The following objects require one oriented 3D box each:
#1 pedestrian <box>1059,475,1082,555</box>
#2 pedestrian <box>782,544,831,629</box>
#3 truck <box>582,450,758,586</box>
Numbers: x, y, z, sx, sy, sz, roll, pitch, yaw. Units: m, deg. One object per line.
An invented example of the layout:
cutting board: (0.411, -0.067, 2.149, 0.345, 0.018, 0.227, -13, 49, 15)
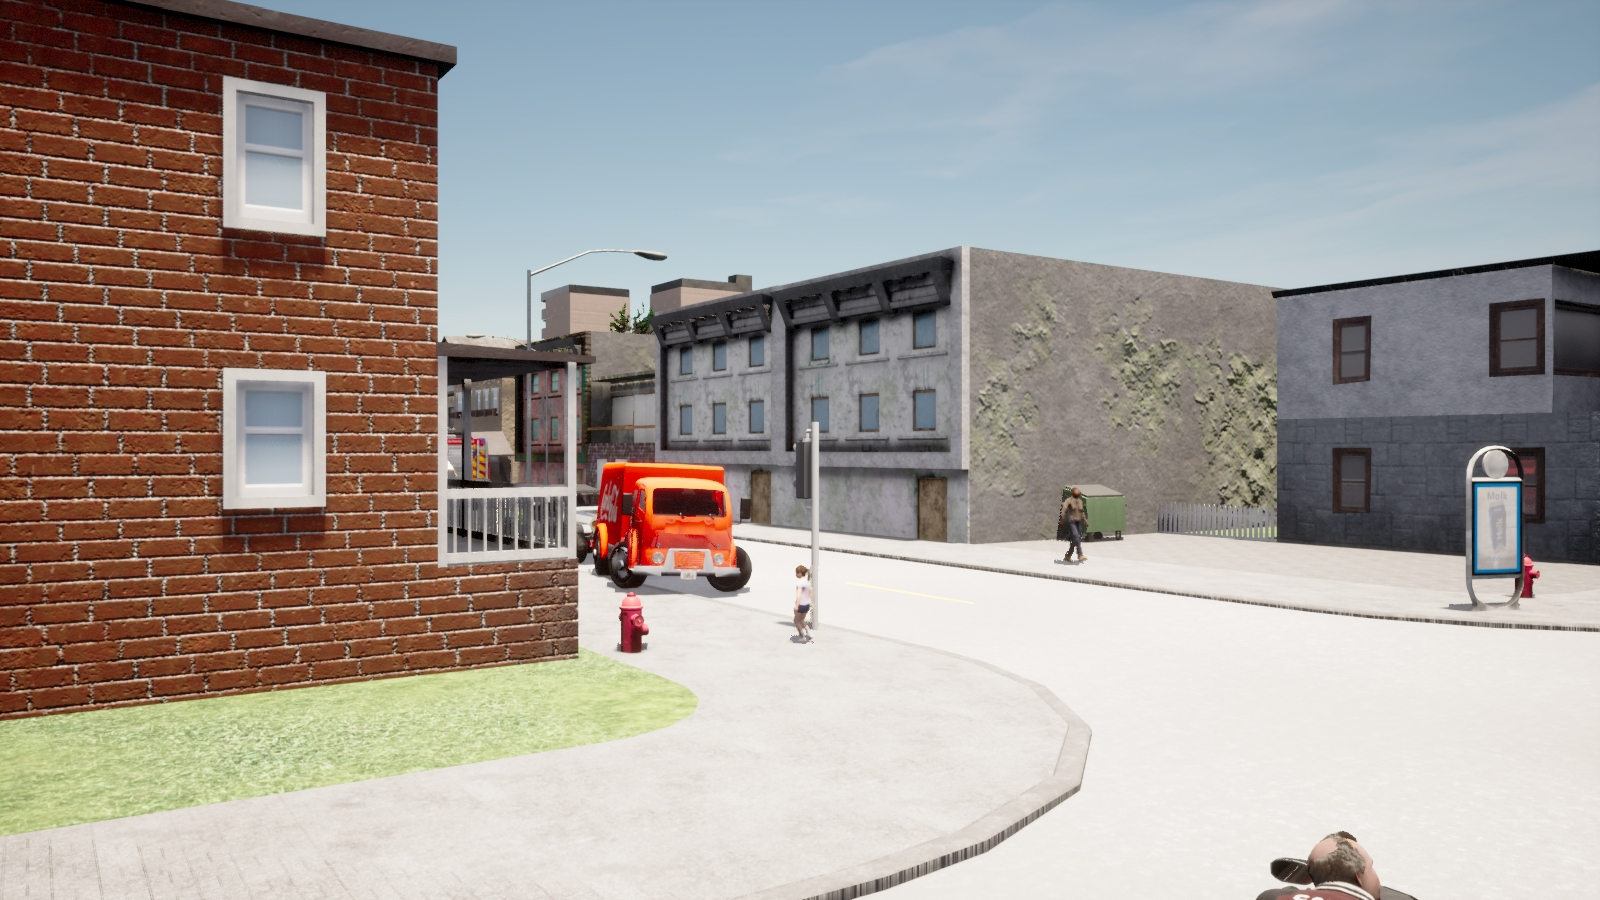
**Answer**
pedestrian: (6.365, 1.525, 26.885, 0.375, 1.860, 0.375, 0, 0, -23)
pedestrian: (0.091, 1.897, 15.979, 0.500, 1.100, 0.500, 0, 0, 29)
truck: (-2.868, 1.294, 23.855, 2.627, 2.467, 5.204, 3, -1, -17)
